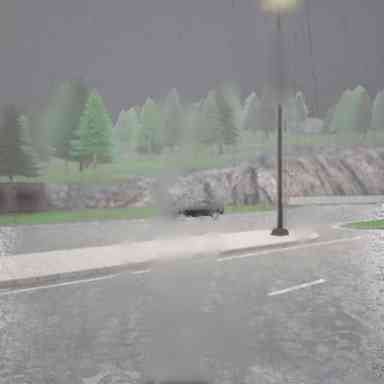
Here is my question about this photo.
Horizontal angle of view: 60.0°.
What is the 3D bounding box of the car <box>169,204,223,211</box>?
[{"bbox_3d":[-0.006,1.140,22.292,4.902,1.511,2.128,0,0,-36],"label":"car"}]
